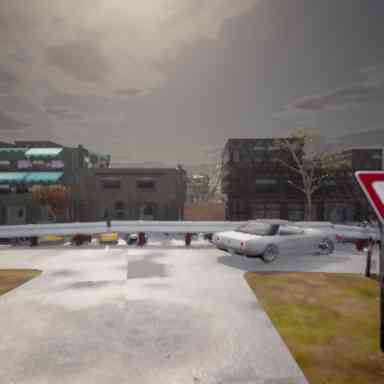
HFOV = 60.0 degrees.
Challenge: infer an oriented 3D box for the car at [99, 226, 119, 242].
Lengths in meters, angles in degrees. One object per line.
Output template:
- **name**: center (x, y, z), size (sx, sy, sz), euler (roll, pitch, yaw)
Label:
- **car**: center (-9.132, 4.513, 36.457), size (1.946, 1.575, 5.366), euler (0, 0, -18)

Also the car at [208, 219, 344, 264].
- **car**: center (3.154, 1.659, 12.069), size (4.718, 1.301, 1.895), euler (0, 1, -33)

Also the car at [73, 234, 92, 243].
- **car**: center (-12.019, 4.515, 36.378), size (2.097, 1.535, 5.008), euler (0, 0, -18)

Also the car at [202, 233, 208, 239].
- **car**: center (2.755, 4.391, 35.946), size (2.185, 1.767, 4.553), euler (0, 0, -18)

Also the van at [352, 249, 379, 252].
- **van**: center (10.784, 4.469, 18.600), size (1.878, 1.987, 4.442), euler (0, 1, -18)

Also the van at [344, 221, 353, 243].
- **van**: center (14.554, 4.290, 35.658), size (1.878, 1.987, 4.442), euler (0, 0, -18)

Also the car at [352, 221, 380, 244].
- **car**: center (17.566, 4.264, 35.432), size (2.435, 2.045, 5.566), euler (0, 0, -18)

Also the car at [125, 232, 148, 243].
- **car**: center (-6.093, 4.545, 36.169), size (2.163, 1.488, 4.792), euler (0, 0, -18)

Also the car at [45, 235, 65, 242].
- **car**: center (-15.046, 4.512, 36.643), size (1.946, 1.575, 5.366), euler (0, 0, -18)
